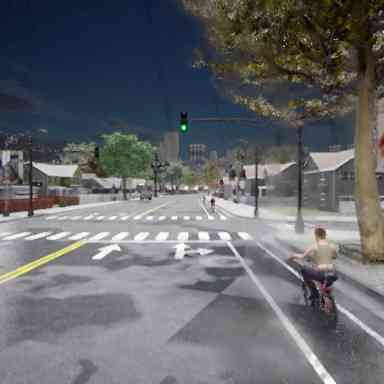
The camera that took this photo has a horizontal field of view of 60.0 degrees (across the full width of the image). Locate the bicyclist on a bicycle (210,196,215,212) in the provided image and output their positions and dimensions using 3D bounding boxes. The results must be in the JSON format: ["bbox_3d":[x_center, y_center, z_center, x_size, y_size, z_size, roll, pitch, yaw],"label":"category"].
[{"bbox_3d":[2.244,1.348,36.320,0.659,1.776,1.843,0,0,0],"label":"bicyclist on a bicycle"}]

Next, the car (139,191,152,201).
[{"bbox_3d":[-9.764,0.765,70.817,2.150,2.045,5.566,0,0,0],"label":"car"}]

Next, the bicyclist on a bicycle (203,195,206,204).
[{"bbox_3d":[2.238,1.396,60.513,0.582,1.620,1.656,0,0,0],"label":"bicyclist on a bicycle"}]

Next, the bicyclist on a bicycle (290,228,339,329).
[{"bbox_3d":[2.268,1.436,5.981,0.866,1.612,1.509,0,0,0],"label":"bicyclist on a bicycle"}]
